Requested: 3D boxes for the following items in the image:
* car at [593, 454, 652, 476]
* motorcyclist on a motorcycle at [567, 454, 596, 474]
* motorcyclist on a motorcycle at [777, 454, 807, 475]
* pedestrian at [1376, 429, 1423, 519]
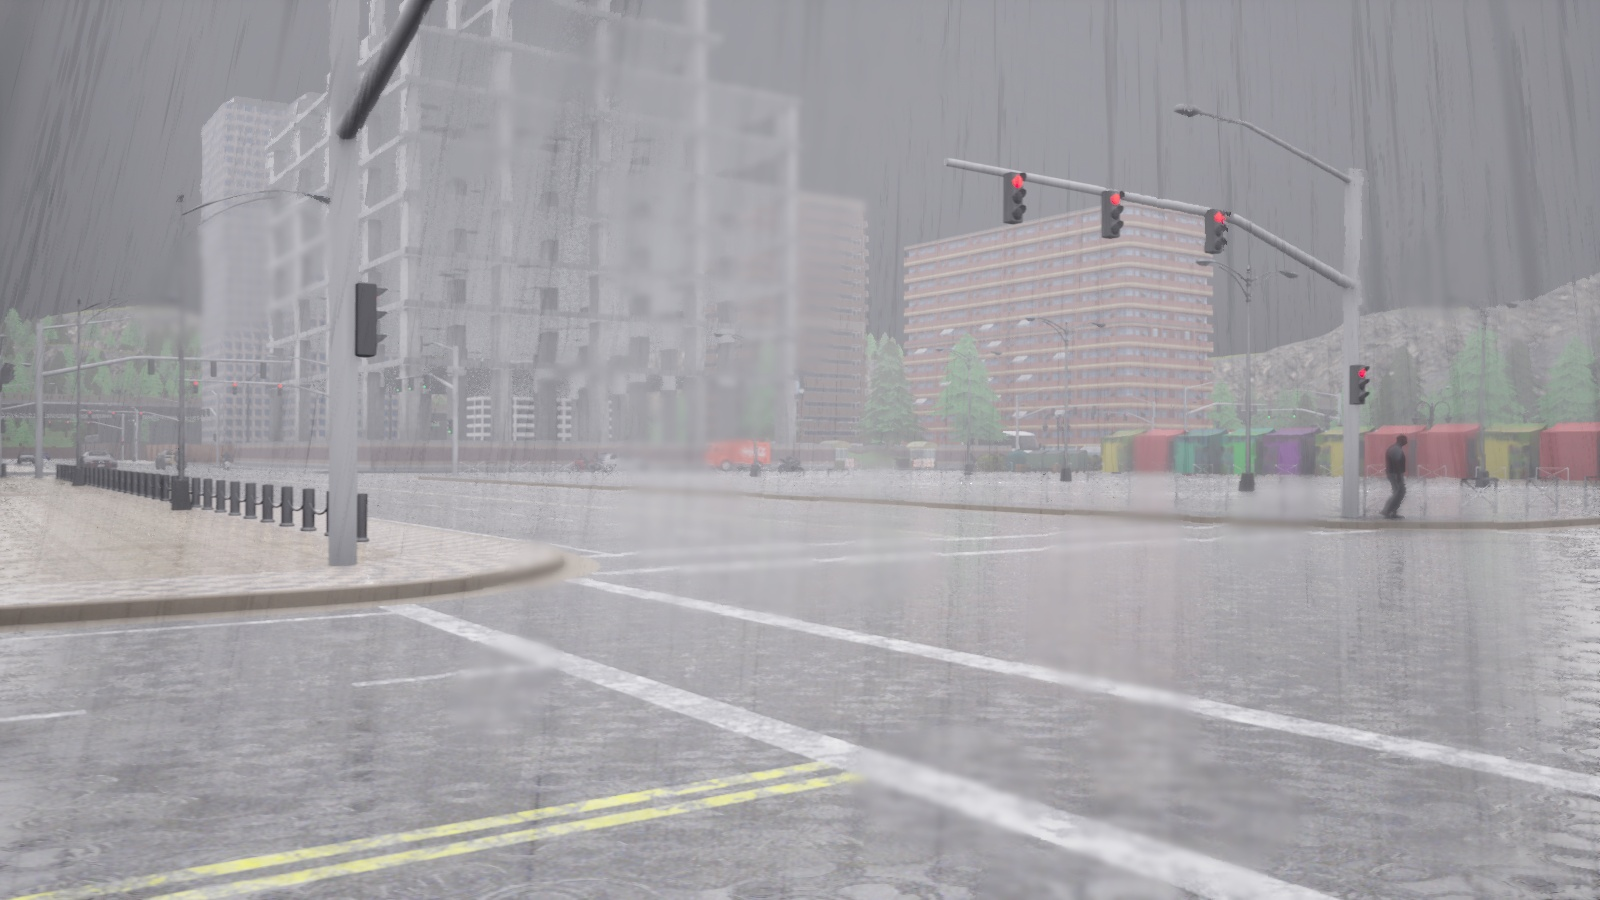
[{"bbox_3d":[-12.312,1.034,87.213,3.633,1.501,1.845,0,0,-35],"label":"car"},{"bbox_3d":[-16.862,1.039,96.847,2.044,1.523,0.797,0,0,-35],"label":"motorcyclist on a motorcycle"},{"bbox_3d":[-0.626,1.083,95.410,2.191,1.530,0.866,0,0,-35],"label":"motorcyclist on a motorcycle"},{"bbox_3d":[12.609,0.499,26.433,0.849,1.883,0.563,0,0,22],"label":"pedestrian"}]
